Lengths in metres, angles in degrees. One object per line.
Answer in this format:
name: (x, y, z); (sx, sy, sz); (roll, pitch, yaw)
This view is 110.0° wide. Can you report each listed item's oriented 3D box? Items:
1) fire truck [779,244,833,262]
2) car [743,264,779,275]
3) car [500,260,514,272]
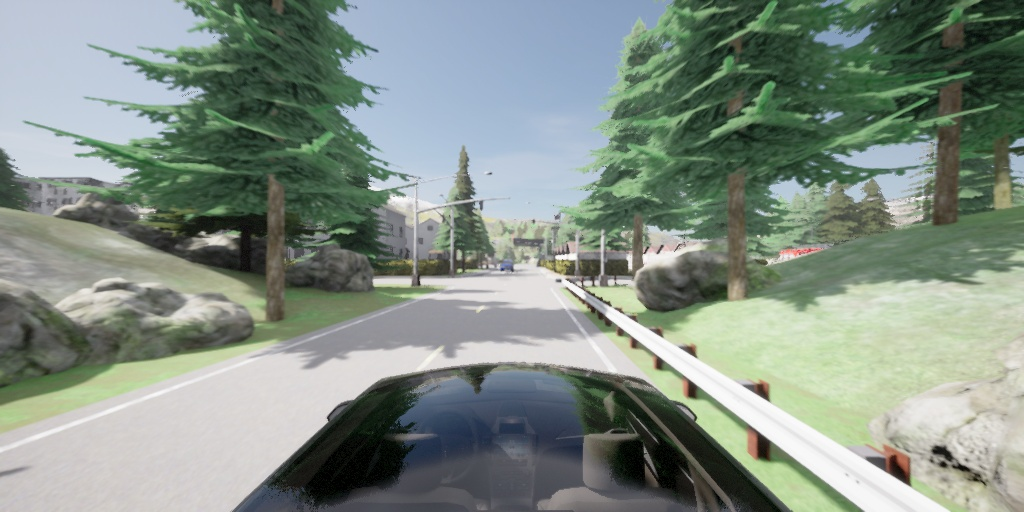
fire truck: (35.500, 0.618, 42.628); (2.891, 3.827, 8.468); (0, -1, 11)
car: (36.060, 1.887, 52.103); (1.882, 1.535, 5.008); (0, -1, 3)
car: (-0.788, 1.725, 61.580); (2.150, 2.045, 5.566); (0, -1, 3)
